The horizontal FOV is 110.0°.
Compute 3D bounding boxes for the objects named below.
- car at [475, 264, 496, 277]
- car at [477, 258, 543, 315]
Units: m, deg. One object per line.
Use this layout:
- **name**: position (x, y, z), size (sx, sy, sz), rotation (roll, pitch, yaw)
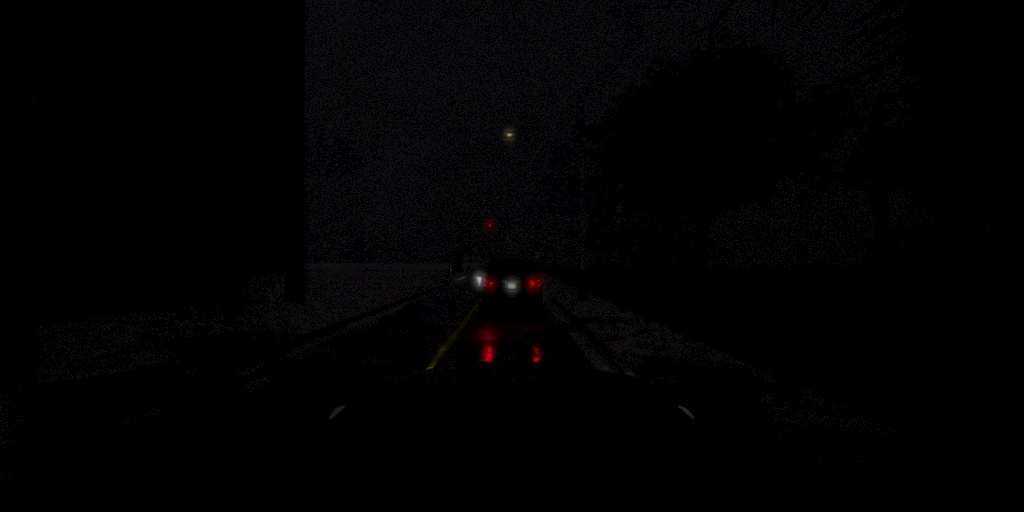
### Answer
- **car**: position (-3.004, 1.643, 42.363), size (2.033, 1.411, 5.357), rotation (0, 0, 1)
- **car**: position (0.012, 1.087, 14.426), size (2.150, 2.045, 5.566), rotation (0, 0, 0)
